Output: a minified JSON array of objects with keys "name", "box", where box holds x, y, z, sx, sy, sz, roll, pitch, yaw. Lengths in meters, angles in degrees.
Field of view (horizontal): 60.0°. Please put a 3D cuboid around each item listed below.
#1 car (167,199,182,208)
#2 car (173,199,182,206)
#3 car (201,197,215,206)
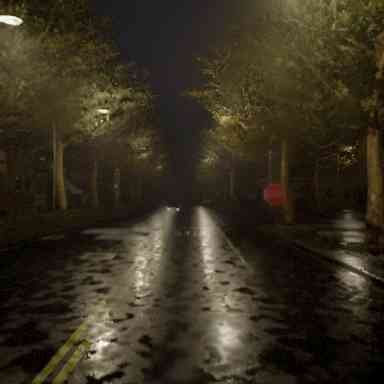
[{"name":"car","box":[-3.399,2.052,61.483,2.097,1.767,4.553,0,-1,1]},{"name":"car","box":[-3.308,2.414,76.818,2.033,1.411,5.357,0,-1,0]},{"name":"car","box":[3.240,2.079,74.699,2.435,2.045,5.566,0,-1,0]}]
